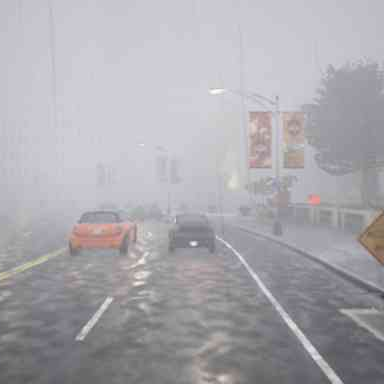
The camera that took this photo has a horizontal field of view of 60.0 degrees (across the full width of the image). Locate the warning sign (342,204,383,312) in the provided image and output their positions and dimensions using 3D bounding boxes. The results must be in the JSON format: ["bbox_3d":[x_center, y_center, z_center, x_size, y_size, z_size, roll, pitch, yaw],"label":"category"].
[{"bbox_3d":[3.779,1.177,6.376,1.300,1.860,1.060,0,-1,0],"label":"warning sign"}]

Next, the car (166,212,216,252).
[{"bbox_3d":[-0.116,1.649,14.618,1.837,1.490,4.892,0,0,-4],"label":"car"}]

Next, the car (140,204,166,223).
[{"bbox_3d":[-4.257,1.842,30.675,2.033,1.411,5.357,0,-1,-25],"label":"car"}]

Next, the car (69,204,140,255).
[{"bbox_3d":[-3.587,1.487,14.191,2.097,1.767,4.553,0,-1,-4],"label":"car"}]

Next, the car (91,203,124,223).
[{"bbox_3d":[-7.575,1.792,29.465,1.837,1.490,4.892,0,0,-26],"label":"car"}]
